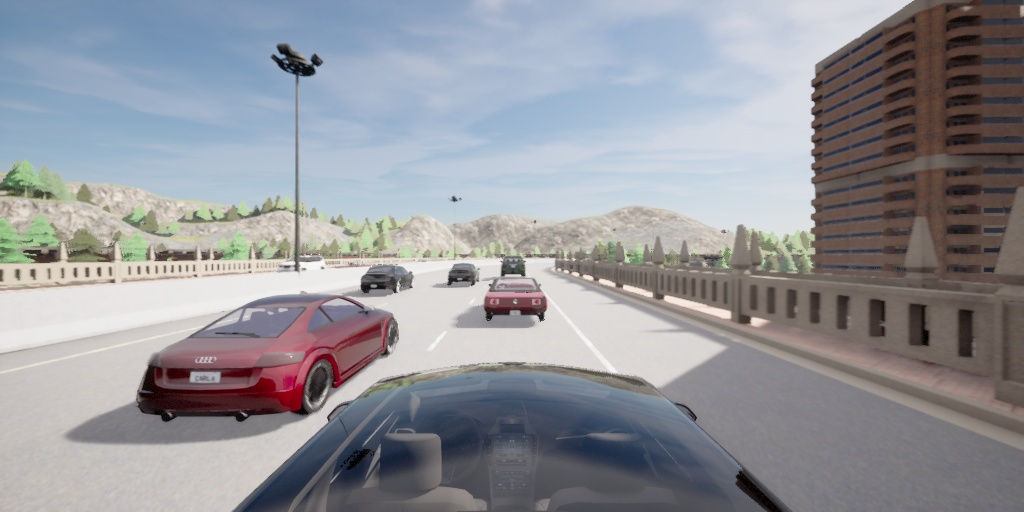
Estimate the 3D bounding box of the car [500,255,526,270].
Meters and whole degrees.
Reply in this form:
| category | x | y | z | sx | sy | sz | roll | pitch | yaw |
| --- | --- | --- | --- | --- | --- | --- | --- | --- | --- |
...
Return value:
| category | x | y | z | sx | sy | sz | roll | pitch | yaw |
| --- | --- | --- | --- | --- | --- | --- | --- | --- | --- |
| car | 0.103 | 0.972 | 32.340 | 2.150 | 2.045 | 5.566 | 0 | 0 | 0 |

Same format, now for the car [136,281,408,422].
| category | x | y | z | sx | sy | sz | roll | pitch | yaw |
| --- | --- | --- | --- | --- | --- | --- | --- | --- | --- |
| car | -3.401 | 1.314 | 5.982 | 1.994 | 1.385 | 4.181 | 0 | 0 | 0 |

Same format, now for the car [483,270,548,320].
| category | x | y | z | sx | sy | sz | roll | pitch | yaw |
| --- | --- | --- | --- | --- | --- | --- | --- | --- | --- |
| car | 0.101 | 1.351 | 12.549 | 1.895 | 1.301 | 4.718 | 0 | 0 | 0 |

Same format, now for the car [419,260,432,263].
| category | x | y | z | sx | sy | sz | roll | pitch | yaw |
| --- | --- | --- | --- | --- | --- | --- | --- | --- | --- |
| car | -13.387 | 1.278 | 54.972 | 1.812 | 1.442 | 4.674 | 0 | 0 | 6 |

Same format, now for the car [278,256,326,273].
| category | x | y | z | sx | sy | sz | roll | pitch | yaw |
| --- | --- | --- | --- | --- | --- | --- | --- | --- | --- |
| car | -21.059 | 0.974 | 36.257 | 2.150 | 2.045 | 5.566 | 0 | 0 | 0 |

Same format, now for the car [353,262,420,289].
| category | x | y | z | sx | sy | sz | roll | pitch | yaw |
| --- | --- | --- | --- | --- | --- | --- | --- | --- | --- |
| car | -6.898 | 1.255 | 20.311 | 1.837 | 1.490 | 4.892 | 0 | 0 | 0 |

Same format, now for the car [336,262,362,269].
| category | x | y | z | sx | sy | sz | roll | pitch | yaw |
| --- | --- | --- | --- | --- | --- | --- | --- | --- | --- |
| car | -17.548 | 1.351 | 39.660 | 1.895 | 1.301 | 4.718 | 0 | 0 | 0 |

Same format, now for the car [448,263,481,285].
| category | x | y | z | sx | sy | sz | roll | pitch | yaw |
| --- | --- | --- | --- | --- | --- | --- | --- | --- | --- |
| car | -3.398 | 1.255 | 25.740 | 1.837 | 1.490 | 4.892 | 0 | 0 | 0 |
